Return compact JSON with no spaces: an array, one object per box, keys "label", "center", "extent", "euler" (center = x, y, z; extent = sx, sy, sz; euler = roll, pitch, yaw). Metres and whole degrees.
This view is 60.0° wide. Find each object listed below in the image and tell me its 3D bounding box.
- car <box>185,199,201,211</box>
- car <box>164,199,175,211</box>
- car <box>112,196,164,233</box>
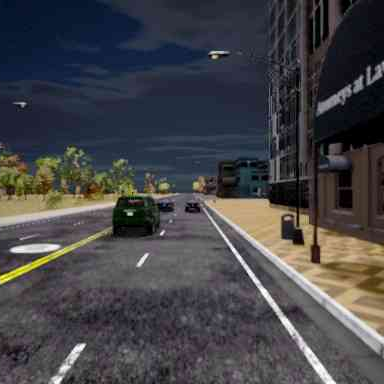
[{"label":"car","center":[0.084,1.557,40.542],"extent":[2.033,1.411,5.357],"euler":[0,0,0]},{"label":"car","center":[-3.165,1.557,40.592],"extent":[2.033,1.411,5.357],"euler":[0,0,0]},{"label":"car","center":[-3.161,1.226,19.670],"extent":[2.150,2.045,5.566],"euler":[0,0,0]}]
